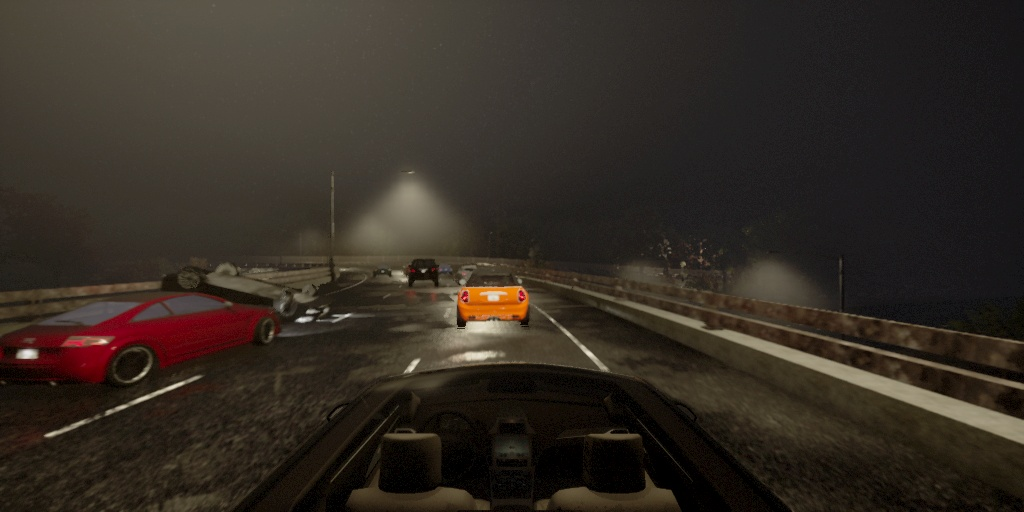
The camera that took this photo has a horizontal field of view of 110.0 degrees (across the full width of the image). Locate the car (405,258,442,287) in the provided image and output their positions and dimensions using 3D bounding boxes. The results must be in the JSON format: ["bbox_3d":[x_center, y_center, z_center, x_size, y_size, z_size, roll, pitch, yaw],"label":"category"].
[{"bbox_3d":[-6.790,1.209,27.718,2.150,2.045,5.566,0,-1,-13],"label":"car"}]

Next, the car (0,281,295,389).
[{"bbox_3d":[-6.770,1.390,7.145,1.994,1.385,4.181,0,0,5],"label":"car"}]

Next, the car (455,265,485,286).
[{"bbox_3d":[-3.457,1.511,28.821,1.812,1.442,4.674,0,-1,-14],"label":"car"}]

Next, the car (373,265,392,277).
[{"bbox_3d":[-15.174,1.711,41.943,1.994,1.385,4.181,0,0,-22],"label":"car"}]

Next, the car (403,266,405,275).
[{"bbox_3d":[-12.077,1.623,43.626,1.882,1.535,5.008,0,0,-22],"label":"car"}]

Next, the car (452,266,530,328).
[{"bbox_3d":[-0.699,1.190,12.022,2.097,1.767,4.553,0,0,-5],"label":"car"}]

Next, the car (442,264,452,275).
[{"bbox_3d":[-8.844,1.690,45.084,2.033,1.411,5.357,0,0,-23],"label":"car"}]

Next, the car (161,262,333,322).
[{"bbox_3d":[-8.736,1.464,12.005,4.902,1.511,2.128,15,2,-5],"label":"car"}]
